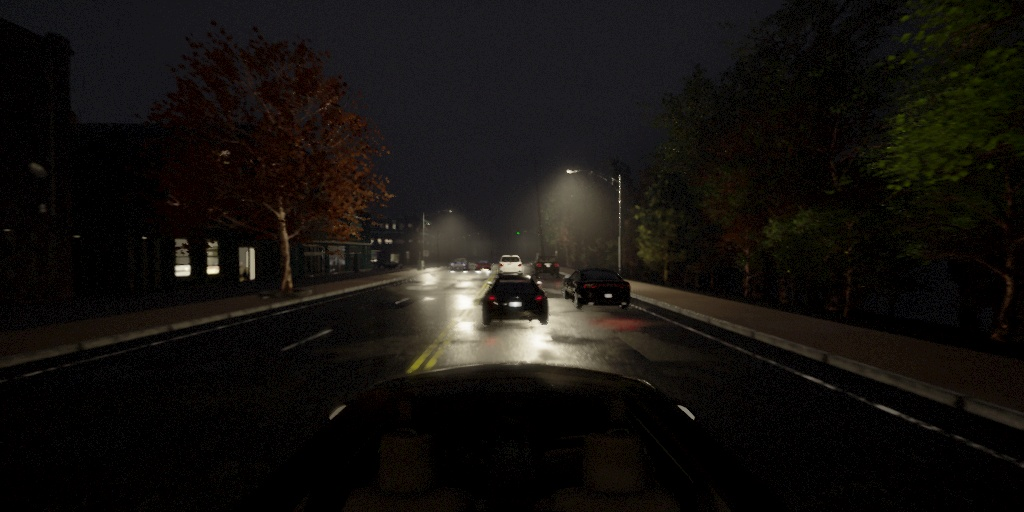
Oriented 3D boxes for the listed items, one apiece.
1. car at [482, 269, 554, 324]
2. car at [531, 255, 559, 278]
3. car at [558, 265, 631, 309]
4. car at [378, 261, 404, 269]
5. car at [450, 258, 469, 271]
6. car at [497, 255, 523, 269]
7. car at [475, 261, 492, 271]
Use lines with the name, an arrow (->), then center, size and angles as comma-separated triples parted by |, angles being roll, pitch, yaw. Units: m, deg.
car -> 0.094, 1.312, 11.978 | 1.994, 1.385, 4.181 | 0, 0, 0
car -> 3.077, 0.966, 33.608 | 2.150, 2.045, 5.566 | 0, 0, -1
car -> 3.330, 1.225, 14.895 | 1.882, 1.535, 5.008 | 0, 0, 0
car -> -20.672, 1.564, 61.288 | 4.313, 1.339, 1.948 | 0, 0, -1
car -> -7.065, 1.097, 48.950 | 2.097, 1.767, 4.553 | 0, 0, 0
car -> -0.173, 0.967, 33.595 | 2.150, 2.045, 5.566 | 0, 0, -1
car -> -3.814, 1.310, 48.696 | 1.994, 1.385, 4.181 | 0, 0, 0
